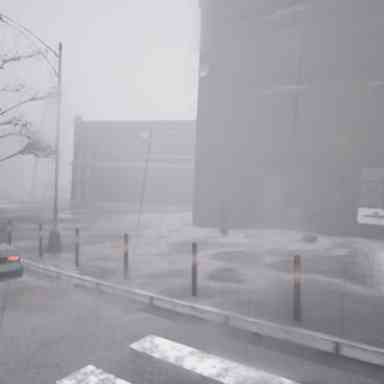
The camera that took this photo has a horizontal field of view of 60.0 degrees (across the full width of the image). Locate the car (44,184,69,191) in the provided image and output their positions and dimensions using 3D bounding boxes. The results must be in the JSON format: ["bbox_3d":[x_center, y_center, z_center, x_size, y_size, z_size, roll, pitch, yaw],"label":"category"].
[{"bbox_3d":[-29.607,-1.048,71.783,4.553,1.767,2.185,3,2,23],"label":"car"}]

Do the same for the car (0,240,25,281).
[{"bbox_3d":[-6.476,1.616,8.962,5.357,1.411,2.033,0,0,40],"label":"car"}]
